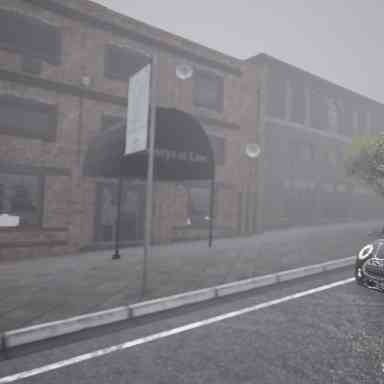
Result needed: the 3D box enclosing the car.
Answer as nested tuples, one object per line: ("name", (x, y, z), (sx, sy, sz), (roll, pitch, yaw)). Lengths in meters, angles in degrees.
("car", (5.850, 1.326, 7.844), (4.553, 1.767, 2.097), (0, 0, -35))
